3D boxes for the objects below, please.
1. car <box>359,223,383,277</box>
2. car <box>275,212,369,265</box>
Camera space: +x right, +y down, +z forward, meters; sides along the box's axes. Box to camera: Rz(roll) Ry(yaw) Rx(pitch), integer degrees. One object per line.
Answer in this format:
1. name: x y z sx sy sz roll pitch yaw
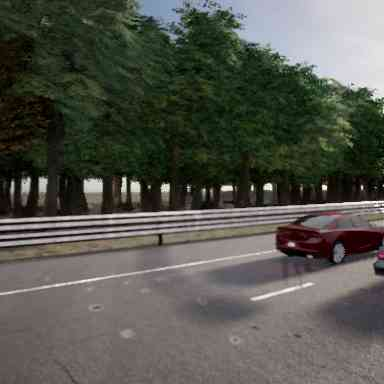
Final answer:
1. car: 6.771 1.519 8.583 5.357 1.411 2.033 0 0 -36
2. car: 5.075 1.447 11.671 5.008 1.535 1.882 0 0 -36
